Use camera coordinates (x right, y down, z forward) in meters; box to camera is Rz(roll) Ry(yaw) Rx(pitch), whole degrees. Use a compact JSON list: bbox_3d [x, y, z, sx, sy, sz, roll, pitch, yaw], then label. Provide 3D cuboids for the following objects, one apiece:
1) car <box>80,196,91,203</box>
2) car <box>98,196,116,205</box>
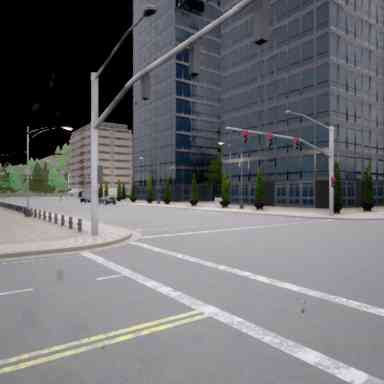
[{"bbox_3d":[-20.626,1.492,65.703,2.033,1.411,5.357,0,0,-33],"label":"car"},{"bbox_3d":[-14.661,1.449,57.188,1.837,1.490,4.892,0,0,-35],"label":"car"}]
